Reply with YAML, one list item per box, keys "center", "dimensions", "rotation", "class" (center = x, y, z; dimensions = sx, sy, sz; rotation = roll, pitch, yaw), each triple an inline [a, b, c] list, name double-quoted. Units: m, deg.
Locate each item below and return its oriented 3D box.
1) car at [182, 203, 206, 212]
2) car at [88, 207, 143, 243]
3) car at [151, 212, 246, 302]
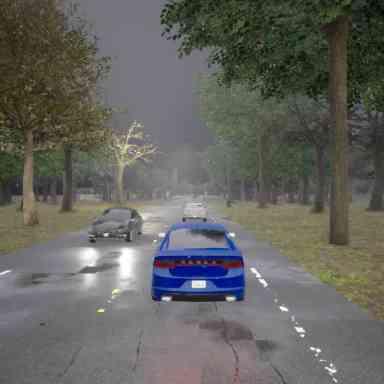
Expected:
- center: [0.187, 1.580, 26.879]
  dimensions: [1.812, 1.442, 4.674]
  rotation: [0, 0, 0]
  class: "car"
- center: [-3.546, 1.526, 16.150]
  dimensions: [1.837, 1.490, 4.892]
  rotation: [0, 0, 0]
  class: "car"
- center: [0.129, 1.485, 8.366]
  dimensions: [1.882, 1.535, 5.008]
  rotation: [0, 0, 0]
  class: "car"
